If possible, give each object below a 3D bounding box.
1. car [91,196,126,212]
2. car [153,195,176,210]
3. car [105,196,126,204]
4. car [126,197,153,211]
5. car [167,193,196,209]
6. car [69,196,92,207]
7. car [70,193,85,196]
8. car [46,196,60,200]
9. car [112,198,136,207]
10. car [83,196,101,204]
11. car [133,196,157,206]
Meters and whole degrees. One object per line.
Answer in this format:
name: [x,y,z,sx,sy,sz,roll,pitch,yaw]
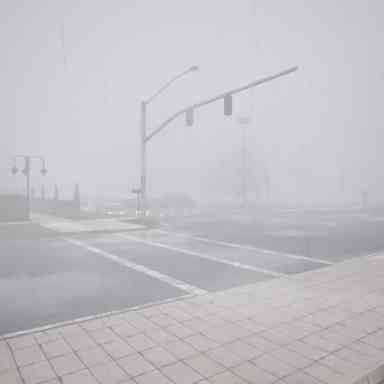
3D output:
car: [-10.037,1.526,39.719,1.812,1.442,4.674,0,0,-36]
car: [-4.510,1.505,44.014,1.837,1.490,4.892,0,0,-36]
car: [-14.747,1.548,64.080,2.033,1.411,5.357,0,0,-35]
car: [-7.456,1.547,42.116,2.033,1.411,5.357,0,0,-36]
car: [-1.691,1.221,46.092,2.150,2.045,5.566,0,0,-36]
car: [-16.901,1.601,49.126,1.895,1.301,4.718,0,0,-36]
car: [-20.382,1.221,59.894,2.150,2.045,5.566,0,0,-36]
car: [-25.495,1.503,61.011,1.837,1.490,4.892,0,1,-36]
car: [-10.772,1.600,52.601,1.895,1.301,4.718,0,0,-36]
car: [-19.435,1.506,64.598,1.837,1.490,4.892,0,0,-36]
car: [-7.676,1.505,54.301,1.837,1.490,4.892,0,0,-36]
